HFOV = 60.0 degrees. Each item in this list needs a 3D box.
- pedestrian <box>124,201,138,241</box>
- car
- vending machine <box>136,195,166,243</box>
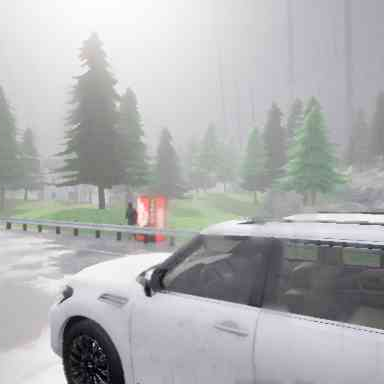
[{"bbox_3d":[-2.789,1.294,15.227,0.375,1.860,0.375,0,0,33],"label":"pedestrian"},{"bbox_3d":[0.972,1.221,3.245,5.566,2.045,2.150,0,0,35],"label":"car"},{"bbox_3d":[-1.888,1.195,15.402,0.880,2.100,1.100,0,0,33],"label":"vending machine"}]
